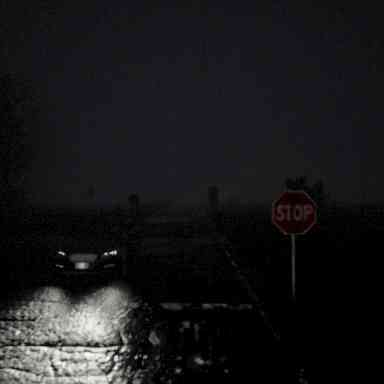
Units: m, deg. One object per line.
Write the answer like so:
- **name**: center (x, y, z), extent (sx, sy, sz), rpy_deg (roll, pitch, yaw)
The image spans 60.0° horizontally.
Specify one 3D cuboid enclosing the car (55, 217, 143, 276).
- **car**: center (-2.756, 1.603, 10.777), extent (2.128, 1.511, 4.902), rpy_deg (0, -1, 0)
